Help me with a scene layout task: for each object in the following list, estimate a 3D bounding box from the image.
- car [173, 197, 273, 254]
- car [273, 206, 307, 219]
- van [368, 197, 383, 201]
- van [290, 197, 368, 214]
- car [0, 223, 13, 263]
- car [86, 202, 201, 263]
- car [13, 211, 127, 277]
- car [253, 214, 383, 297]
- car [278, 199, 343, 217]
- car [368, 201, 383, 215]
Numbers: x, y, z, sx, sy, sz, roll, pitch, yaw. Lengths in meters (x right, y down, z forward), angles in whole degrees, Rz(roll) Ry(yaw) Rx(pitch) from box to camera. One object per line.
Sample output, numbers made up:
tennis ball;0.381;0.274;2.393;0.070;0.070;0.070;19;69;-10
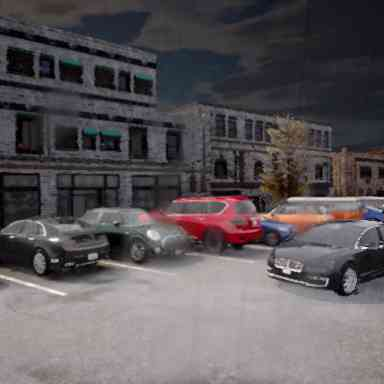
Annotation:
car;0.109;1.251;13.705;5.566;2.045;2.435;-1;-1;35
car;2.525;1.550;15.394;4.674;1.452;2.002;-1;-1;35
van;12.174;1.330;22.146;4.442;1.987;1.878;-1;-1;34
van;7.201;1.307;18.863;4.442;1.987;1.878;-1;-1;35
car;-7.004;1.514;8.555;4.792;1.488;2.163;-1;-1;35
car;-2.274;1.368;12.012;4.553;1.767;2.185;-1;-1;34
car;-4.636;1.490;10.275;4.892;1.521;2.231;-1;-1;35
car;4.069;1.523;8.733;4.892;1.490;1.837;1;0;-35
car;4.935;1.393;17.076;4.553;1.767;2.185;-1;-1;34
car;9.692;1.543;20.496;5.008;1.535;2.097;-1;-1;35
